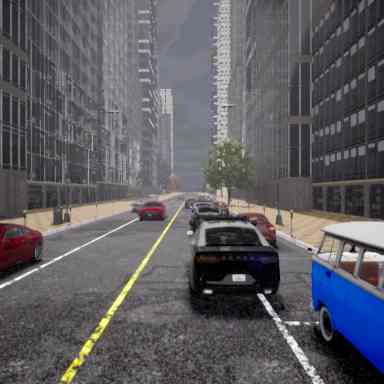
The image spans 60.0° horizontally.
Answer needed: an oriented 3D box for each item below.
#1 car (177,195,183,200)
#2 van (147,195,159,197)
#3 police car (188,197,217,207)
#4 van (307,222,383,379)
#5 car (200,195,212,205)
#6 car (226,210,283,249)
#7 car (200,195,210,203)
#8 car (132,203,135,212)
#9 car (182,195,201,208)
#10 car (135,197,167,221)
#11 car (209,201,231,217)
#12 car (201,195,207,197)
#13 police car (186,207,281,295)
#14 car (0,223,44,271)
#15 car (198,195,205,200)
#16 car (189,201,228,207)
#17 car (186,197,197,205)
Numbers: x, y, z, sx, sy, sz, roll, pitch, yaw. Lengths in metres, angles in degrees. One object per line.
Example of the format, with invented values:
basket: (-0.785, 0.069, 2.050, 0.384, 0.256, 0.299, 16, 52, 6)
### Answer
car: (-3.161, 1.461, 91.413, 2.033, 1.411, 5.357, 0, 0, 0)
van: (-5.776, 1.329, 49.292, 1.690, 1.788, 3.998, 0, 0, 0)
police car: (0.858, 1.425, 24.890, 1.930, 1.638, 5.238, 0, 0, 0)
van: (2.685, 1.341, 3.765, 1.690, 1.788, 3.998, 0, 0, 0)
car: (2.585, 1.411, 60.689, 1.967, 1.590, 4.097, 0, 0, 0)
car: (2.665, 1.582, 15.148, 1.802, 1.307, 4.206, 0, 0, 0)
car: (2.574, 1.402, 66.381, 1.967, 1.590, 4.097, 0, 0, 0)
car: (-5.756, 1.548, 37.907, 2.008, 1.369, 4.403, 0, 0, 0)
car: (-0.069, 1.517, 46.397, 1.812, 1.442, 4.674, 0, 0, 0)
car: (-3.148, 1.477, 27.478, 1.882, 1.535, 5.008, 0, 0, 0)
car: (2.635, 1.581, 32.226, 1.802, 1.307, 4.206, 0, 0, 0)
car: (2.605, 1.539, 49.304, 2.008, 1.369, 4.403, 0, 0, 0)
police car: (0.886, 1.425, 8.890, 1.930, 1.638, 5.238, 0, 0, 0)
car: (-5.706, 1.582, 9.444, 1.802, 1.307, 4.206, 0, 0, 0)
car: (2.534, 1.464, 89.151, 1.887, 1.381, 4.507, 0, 0, 0)
car: (0.868, 1.505, 18.780, 1.837, 1.490, 4.892, 0, 0, 0)
car: (-0.106, 1.572, 60.386, 1.895, 1.301, 4.718, 0, 0, 0)
